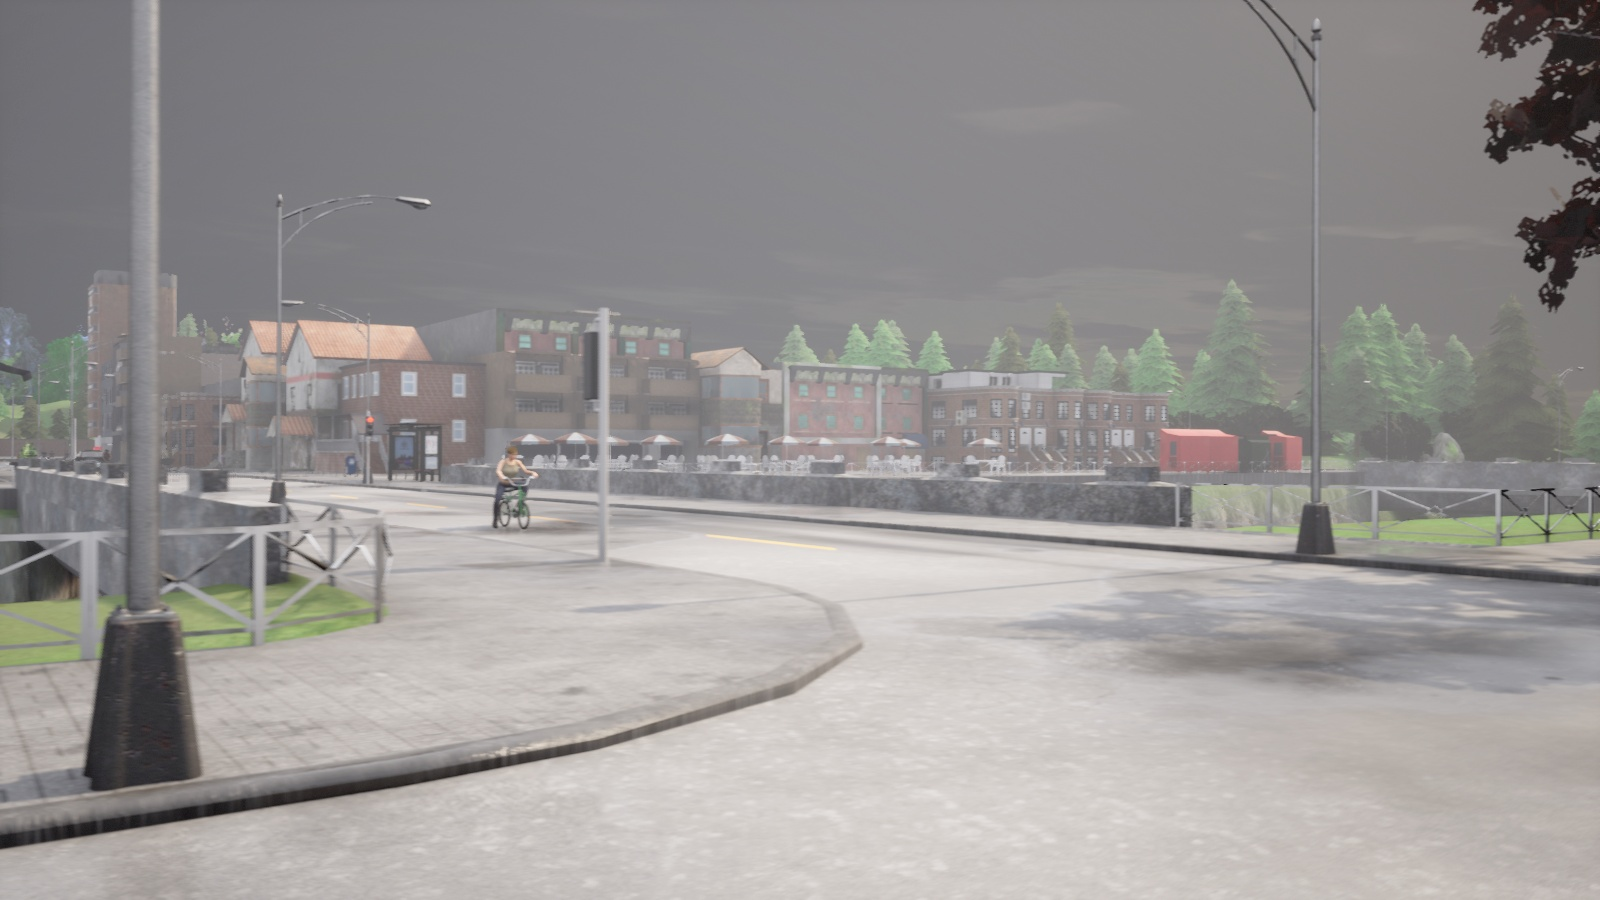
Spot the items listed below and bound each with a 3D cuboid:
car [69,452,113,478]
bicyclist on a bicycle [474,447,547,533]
[{"bbox_3d":[-47.219,0.966,83.580,2.033,1.649,4.856,0,0,-35],"label":"car"},{"bbox_3d":[-5.645,0.750,24.452,0.866,1.612,1.509,0,0,-35],"label":"bicyclist on a bicycle"}]
